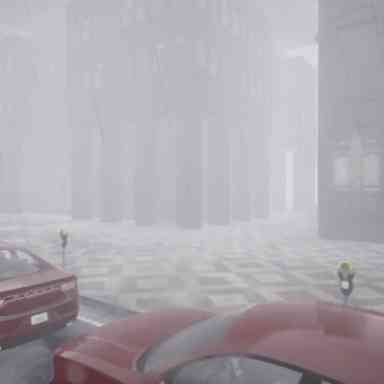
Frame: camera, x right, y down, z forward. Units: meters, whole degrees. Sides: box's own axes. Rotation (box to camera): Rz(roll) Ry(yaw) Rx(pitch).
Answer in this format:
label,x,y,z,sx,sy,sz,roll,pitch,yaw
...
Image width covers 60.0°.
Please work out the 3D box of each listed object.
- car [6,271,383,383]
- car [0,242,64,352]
label,x,y,z,sx,sy,sz,roll,pitch,yaw
car,0.751,1.543,2.427,4.507,1.381,1.887,0,0,35
car,-3.825,1.525,5.688,4.507,1.381,1.887,0,0,35
